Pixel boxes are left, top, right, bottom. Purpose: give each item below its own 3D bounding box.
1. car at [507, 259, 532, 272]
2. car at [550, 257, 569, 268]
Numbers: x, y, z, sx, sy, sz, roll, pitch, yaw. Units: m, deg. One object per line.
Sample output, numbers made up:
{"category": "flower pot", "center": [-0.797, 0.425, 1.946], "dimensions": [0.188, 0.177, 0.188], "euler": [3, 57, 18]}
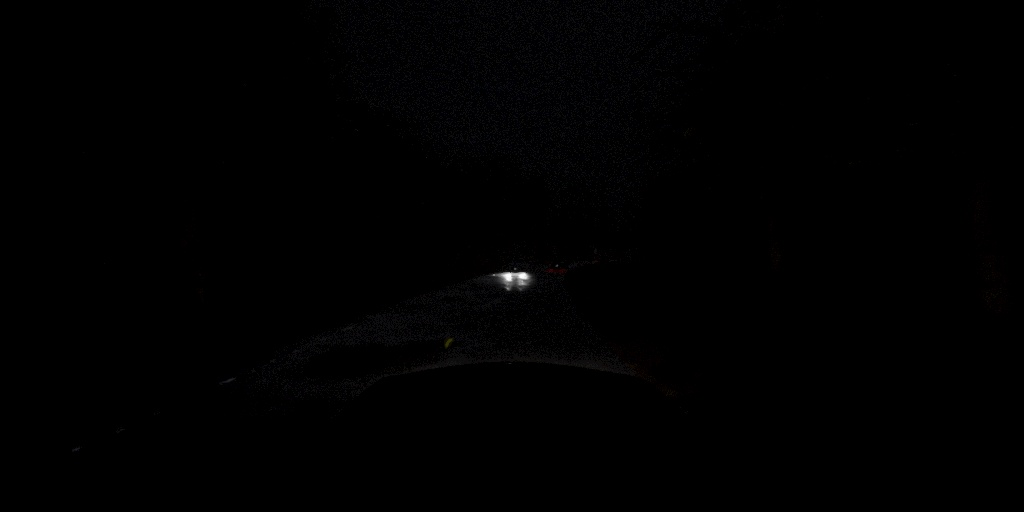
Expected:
{"category": "car", "center": [0.804, 0.947, 37.457], "dimensions": [1.895, 1.301, 4.718], "euler": [0, 1, 13]}
{"category": "car", "center": [6.062, 0.832, 45.249], "dimensions": [1.895, 1.301, 4.718], "euler": [0, 1, 16]}
